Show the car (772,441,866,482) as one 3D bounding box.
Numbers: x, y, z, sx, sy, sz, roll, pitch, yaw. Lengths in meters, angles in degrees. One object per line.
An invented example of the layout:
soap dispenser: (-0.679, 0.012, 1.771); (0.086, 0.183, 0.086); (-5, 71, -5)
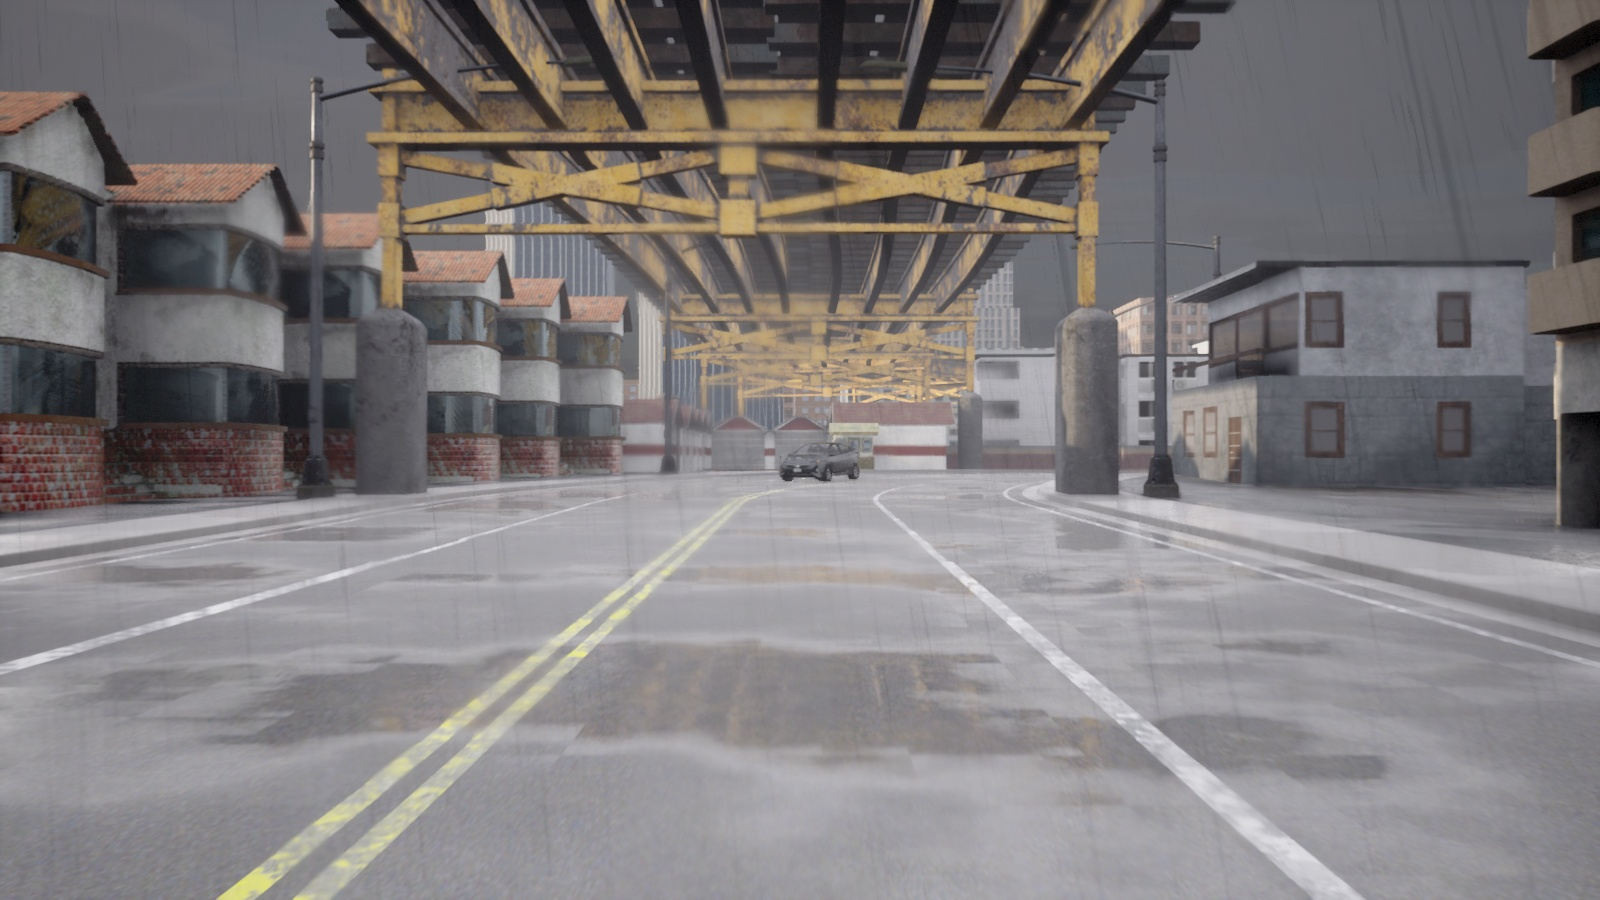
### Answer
car: (0.821, 0.423, 49.486); (2.007, 1.525, 4.514); (0, 0, 25)
